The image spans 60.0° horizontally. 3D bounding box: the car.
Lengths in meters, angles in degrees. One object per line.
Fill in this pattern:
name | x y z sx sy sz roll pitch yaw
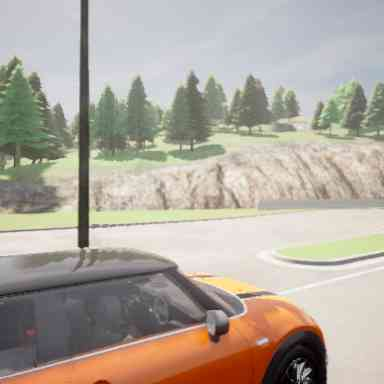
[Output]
car | -0.716 1.358 3.232 4.553 1.767 2.097 0 0 -35
